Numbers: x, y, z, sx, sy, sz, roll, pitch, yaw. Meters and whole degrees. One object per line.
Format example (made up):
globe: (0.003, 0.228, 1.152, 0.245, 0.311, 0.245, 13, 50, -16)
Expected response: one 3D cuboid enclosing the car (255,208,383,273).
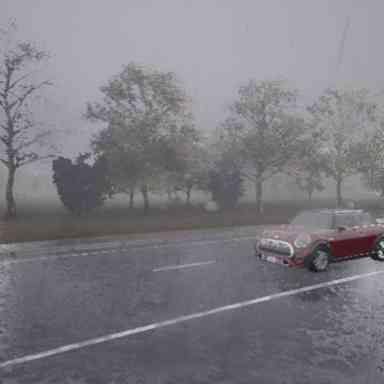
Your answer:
car: (4.218, 1.345, 10.726, 4.553, 1.767, 2.097, 0, 0, -31)
